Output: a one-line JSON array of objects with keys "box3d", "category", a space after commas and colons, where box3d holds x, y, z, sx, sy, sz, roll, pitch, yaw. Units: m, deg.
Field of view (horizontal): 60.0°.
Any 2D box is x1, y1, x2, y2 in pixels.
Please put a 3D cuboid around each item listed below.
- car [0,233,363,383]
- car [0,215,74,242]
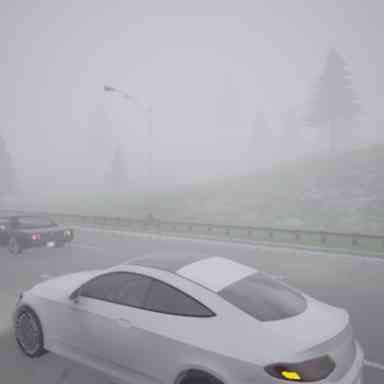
[{"box3d": [-0.421, 1.518, 4.291, 4.674, 1.442, 1.812, 0, 0, 35], "category": "car"}, {"box3d": [-6.836, 1.563, 13.162, 4.718, 1.301, 1.895, 0, 0, 35], "category": "car"}]
